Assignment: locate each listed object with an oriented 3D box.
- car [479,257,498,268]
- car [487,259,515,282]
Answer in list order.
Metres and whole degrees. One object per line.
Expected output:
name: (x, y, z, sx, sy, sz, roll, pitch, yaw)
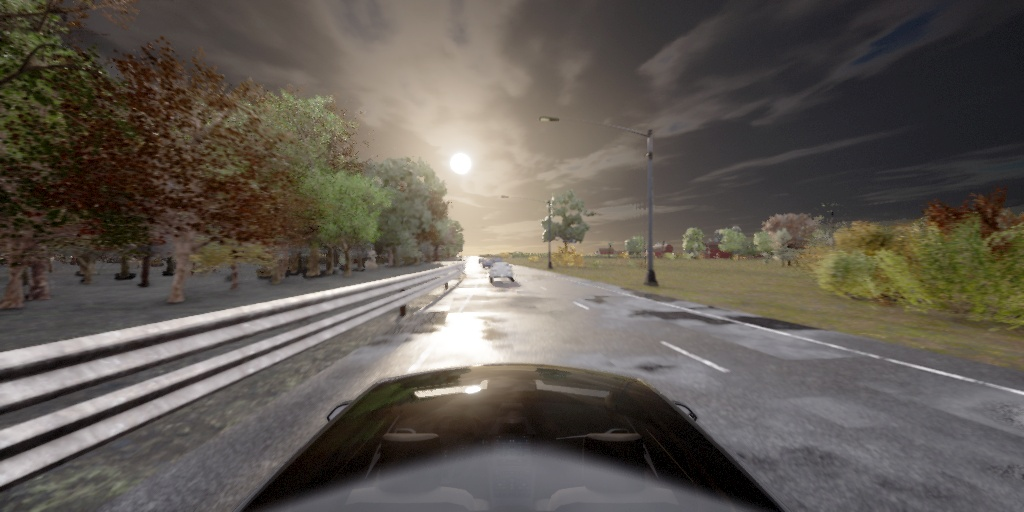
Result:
car: (-3.969, 1.212, 58.789, 2.033, 1.411, 5.357, 0, 0, -6)
car: (-0.897, 1.240, 28.981, 1.812, 1.442, 4.674, 0, 0, -4)
